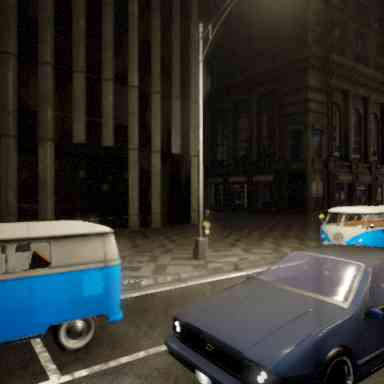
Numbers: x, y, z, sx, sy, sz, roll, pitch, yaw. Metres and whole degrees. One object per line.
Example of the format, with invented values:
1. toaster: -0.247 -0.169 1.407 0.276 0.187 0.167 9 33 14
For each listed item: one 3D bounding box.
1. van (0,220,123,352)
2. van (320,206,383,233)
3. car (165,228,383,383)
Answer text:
1. van: -2.957 1.341 4.541 3.998 1.788 1.690 0 0 -36
2. van: 5.856 1.351 10.830 3.998 1.788 1.690 0 0 -36
3. car: 2.288 1.551 4.986 5.357 1.411 2.033 0 0 -35
